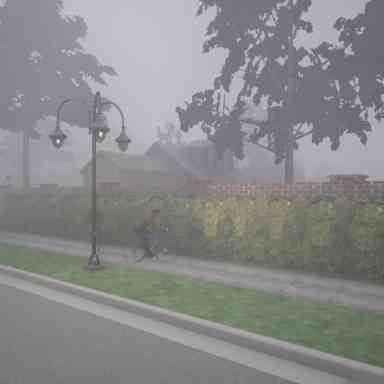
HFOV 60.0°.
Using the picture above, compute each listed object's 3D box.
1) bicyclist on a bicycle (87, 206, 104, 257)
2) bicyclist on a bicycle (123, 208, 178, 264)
[{"bbox_3d":[-3.203,1.218,11.105,0.582,1.620,1.656,-6,11,-17],"label":"bicyclist on a bicycle"},{"bbox_3d":[-1.217,1.301,9.695,1.656,1.620,0.582,0,0,5],"label":"bicyclist on a bicycle"}]
